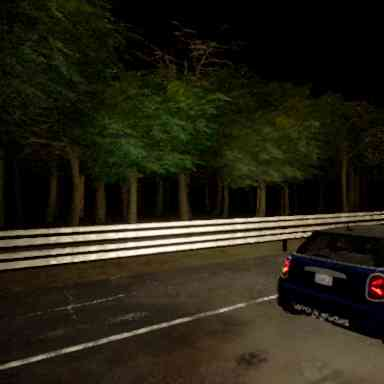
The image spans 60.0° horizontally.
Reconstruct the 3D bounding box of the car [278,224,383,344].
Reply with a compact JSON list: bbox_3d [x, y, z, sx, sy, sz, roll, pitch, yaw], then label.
[{"bbox_3d":[3.796,1.413,6.455,4.553,1.767,2.097,1,0,-35],"label":"car"}]
